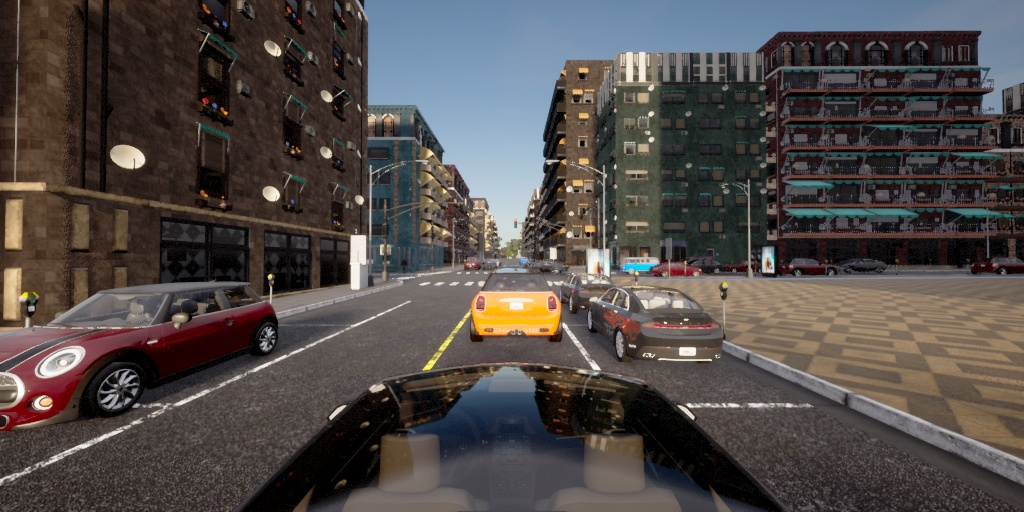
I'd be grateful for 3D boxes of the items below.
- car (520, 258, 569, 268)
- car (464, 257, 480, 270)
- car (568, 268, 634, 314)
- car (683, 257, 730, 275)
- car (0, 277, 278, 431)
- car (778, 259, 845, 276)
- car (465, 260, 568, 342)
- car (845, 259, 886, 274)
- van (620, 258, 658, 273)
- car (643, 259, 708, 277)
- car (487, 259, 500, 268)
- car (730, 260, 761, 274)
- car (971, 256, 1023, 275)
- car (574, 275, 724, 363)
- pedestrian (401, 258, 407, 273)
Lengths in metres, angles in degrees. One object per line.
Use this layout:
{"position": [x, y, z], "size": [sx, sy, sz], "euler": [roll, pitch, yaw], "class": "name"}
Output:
{"position": [3.678, 1.269, 38.164], "size": [4.902, 1.511, 2.128], "euler": [-1, 0, 29], "class": "car"}
{"position": [-5.706, 1.083, 51.749], "size": [2.192, 1.841, 5.009], "euler": [0, 0, 0], "class": "car"}
{"position": [2.816, 1.304, 13.519], "size": [2.007, 1.370, 4.403], "euler": [0, 0, 0], "class": "car"}
{"position": [18.593, 1.129, 35.915], "size": [4.892, 1.490, 1.837], "euler": [-2, -1, 1], "class": "car"}
{"position": [-5.821, 1.191, 5.711], "size": [1.967, 1.591, 4.097], "euler": [0, 0, 0], "class": "car"}
{"position": [24.754, 0.935, 30.073], "size": [4.097, 1.591, 1.967], "euler": [0, 0, 0], "class": "car"}
{"position": [0.095, 1.104, 9.928], "size": [2.097, 1.767, 4.553], "euler": [0, 0, 0], "class": "car"}
{"position": [34.328, 1.001, 35.801], "size": [4.902, 1.511, 2.128], "euler": [0, -1, 0], "class": "car"}
{"position": [13.758, 1.046, 38.529], "size": [3.998, 1.789, 1.690], "euler": [0, 0, 0], "class": "van"}
{"position": [13.698, 1.162, 30.149], "size": [4.207, 1.307, 1.802], "euler": [0, 0, 0], "class": "car"}
{"position": [-3.099, 1.298, 60.997], "size": [1.812, 1.442, 4.674], "euler": [0, 0, 0], "class": "car"}
{"position": [24.813, 1.165, 38.454], "size": [4.507, 1.381, 1.888], "euler": [0, 0, 0], "class": "car"}
{"position": [41.335, 0.811, 29.960], "size": [4.097, 1.591, 1.967], "euler": [0, 0, 0], "class": "car"}
{"position": [2.818, 1.302, 7.949], "size": [2.007, 1.370, 4.403], "euler": [0, 0, 0], "class": "car"}
{"position": [-12.542, 1.097, 41.672], "size": [0.375, 1.860, 0.375], "euler": [0, 0, 0], "class": "pedestrian"}
